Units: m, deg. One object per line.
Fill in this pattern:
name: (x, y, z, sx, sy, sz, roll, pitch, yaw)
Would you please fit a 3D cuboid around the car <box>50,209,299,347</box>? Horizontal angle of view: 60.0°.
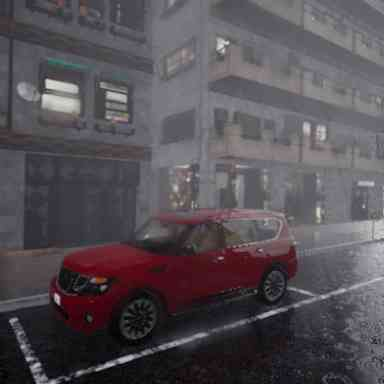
car: (-0.002, 1.309, 6.537, 5.009, 1.841, 2.192, 0, 1, -36)
